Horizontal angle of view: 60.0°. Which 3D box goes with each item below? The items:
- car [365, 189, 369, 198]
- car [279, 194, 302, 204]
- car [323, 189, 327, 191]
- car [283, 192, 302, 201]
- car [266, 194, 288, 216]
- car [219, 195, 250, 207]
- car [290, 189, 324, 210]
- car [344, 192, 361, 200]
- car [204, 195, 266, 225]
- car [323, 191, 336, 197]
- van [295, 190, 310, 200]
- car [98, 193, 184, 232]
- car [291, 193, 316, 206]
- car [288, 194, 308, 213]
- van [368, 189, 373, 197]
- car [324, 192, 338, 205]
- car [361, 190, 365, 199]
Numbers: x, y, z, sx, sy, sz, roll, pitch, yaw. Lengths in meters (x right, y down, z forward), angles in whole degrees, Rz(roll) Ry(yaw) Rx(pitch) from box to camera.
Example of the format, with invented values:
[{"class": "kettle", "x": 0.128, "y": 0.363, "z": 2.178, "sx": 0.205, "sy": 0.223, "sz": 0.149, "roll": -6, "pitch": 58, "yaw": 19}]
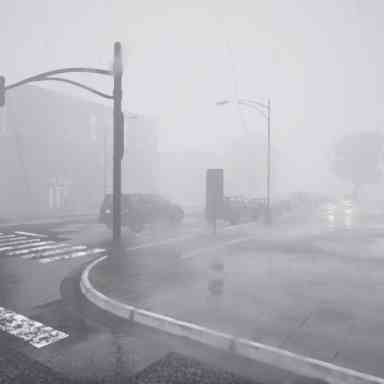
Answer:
[{"class": "car", "x": 34.370, "y": 0.622, "z": 67.881, "sx": 1.752, "sy": 1.417, "sz": 4.829, "roll": 1, "pitch": 2, "yaw": 35}, {"class": "car", "x": 14.818, "y": 0.970, "z": 49.660, "sx": 1.895, "sy": 1.301, "sz": 4.718, "roll": 1, "pitch": 1, "yaw": 35}, {"class": "car", "x": 27.378, "y": 0.464, "z": 72.500, "sx": 1.967, "sy": 1.590, "sz": 4.097, "roll": 1, "pitch": 2, "yaw": 35}, {"class": "car", "x": 17.813, "y": 0.759, "z": 58.692, "sx": 1.752, "sy": 1.417, "sz": 4.829, "roll": 1, "pitch": 2, "yaw": 35}, {"class": "car", "x": 5.874, "y": 1.151, "z": 26.729, "sx": 1.967, "sy": 1.590, "sz": 4.097, "roll": 1, "pitch": 2, "yaw": 35}, {"class": "car", "x": 5.287, "y": 1.069, "z": 40.606, "sx": 1.947, "sy": 1.339, "sz": 4.313, "roll": 1, "pitch": 2, "yaw": 35}, {"class": "car", "x": 12.187, "y": 0.892, "z": 35.840, "sx": 2.192, "sy": 1.841, "sz": 5.009, "roll": 1, "pitch": 2, "yaw": 35}, {"class": "car", "x": 27.962, "y": 0.788, "z": 58.628, "sx": 2.008, "sy": 1.369, "sz": 4.403, "roll": 1, "pitch": 2, "yaw": 35}, {"class": "car", "x": 2.719, "y": 1.093, "z": 22.169, "sx": 2.192, "sy": 1.841, "sz": 5.009, "roll": 1, "pitch": 2, "yaw": 35}, {"class": "car", "x": 33.687, "y": 0.436, "z": 81.616, "sx": 2.008, "sy": 1.369, "sz": 4.403, "roll": 2, "pitch": 2, "yaw": 35}, {"class": "van", "x": 21.067, "y": 0.504, "z": 63.384, "sx": 1.690, "sy": 1.788, "sz": 3.998, "roll": 1, "pitch": 2, "yaw": 35}, {"class": "car", "x": -2.721, "y": 1.044, "z": 19.056, "sx": 2.150, "sy": 2.045, "sz": 5.566, "roll": 1, "pitch": 1, "yaw": 35}, {"class": "car", "x": 15.040, "y": 0.924, "z": 44.613, "sx": 1.882, "sy": 1.535, "sz": 5.008, "roll": 1, "pitch": 1, "yaw": 35}, {"class": "car", "x": 9.029, "y": 1.195, "z": 31.289, "sx": 2.008, "sy": 1.369, "sz": 4.403, "roll": 1, "pitch": 2, "yaw": 35}, {"class": "van", "x": 40.587, "y": 0.301, "z": 76.852, "sx": 1.690, "sy": 1.788, "sz": 3.998, "roll": 1, "pitch": 2, "yaw": 35}, {"class": "car", "x": 18.495, "y": 1.008, "z": 44.959, "sx": 1.947, "sy": 1.339, "sz": 4.313, "roll": 1, "pitch": 2, "yaw": 35}, {"class": "car", "x": 31.117, "y": 0.750, "z": 63.186, "sx": 1.802, "sy": 1.307, "sz": 4.206, "roll": 1, "pitch": 2, "yaw": 35}]
